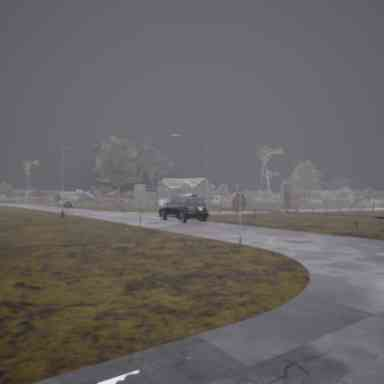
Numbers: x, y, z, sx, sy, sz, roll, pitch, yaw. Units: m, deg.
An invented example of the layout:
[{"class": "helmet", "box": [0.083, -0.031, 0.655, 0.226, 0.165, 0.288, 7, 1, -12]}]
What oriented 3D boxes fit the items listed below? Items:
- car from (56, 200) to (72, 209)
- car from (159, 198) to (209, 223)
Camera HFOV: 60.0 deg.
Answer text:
[{"class": "car", "box": [-22.396, 2.176, 58.256, 1.837, 1.490, 4.892, 0, -2, -36]}, {"class": "car", "box": [-0.770, 1.485, 28.270, 2.150, 2.045, 5.566, 0, 0, -33]}]
